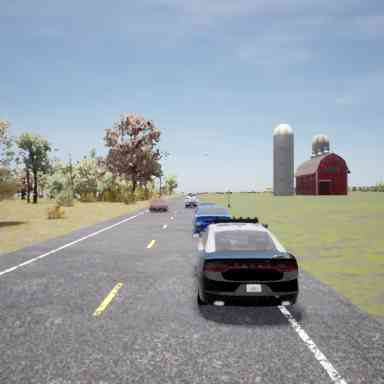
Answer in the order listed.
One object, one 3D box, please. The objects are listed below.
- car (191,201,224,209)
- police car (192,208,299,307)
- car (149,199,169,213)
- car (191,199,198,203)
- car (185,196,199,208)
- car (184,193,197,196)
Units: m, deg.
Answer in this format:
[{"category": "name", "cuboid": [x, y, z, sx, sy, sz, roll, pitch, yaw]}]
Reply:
[{"category": "car", "cuboid": [1.046, 1.478, 18.107, 1.882, 1.535, 5.008, 0, 0, 0]}, {"category": "police car", "cuboid": [1.048, 1.426, 8.217, 1.930, 1.638, 5.238, 0, 0, 0]}, {"category": "car", "cuboid": [-3.608, 1.471, 36.828, 1.882, 1.535, 5.008, 0, 0, 0]}, {"category": "car", "cuboid": [1.044, 1.504, 24.108, 1.837, 1.490, 4.892, 0, 0, 0]}, {"category": "car", "cuboid": [0.011, 1.589, 47.509, 1.895, 1.301, 4.718, 0, 0, 1]}, {"category": "car", "cuboid": [-0.011, 1.202, 59.451, 2.150, 2.045, 5.566, 0, 0, 0]}]
